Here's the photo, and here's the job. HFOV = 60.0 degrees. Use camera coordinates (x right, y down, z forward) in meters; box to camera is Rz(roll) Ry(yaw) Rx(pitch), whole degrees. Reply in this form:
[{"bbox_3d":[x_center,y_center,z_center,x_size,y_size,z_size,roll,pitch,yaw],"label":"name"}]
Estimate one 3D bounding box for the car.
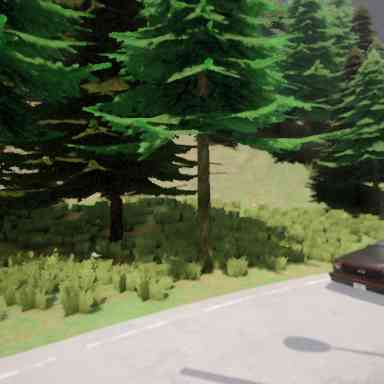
[{"bbox_3d":[5.896,1.569,8.128,5.357,1.411,2.033,-1,-1,-26],"label":"car"}]
